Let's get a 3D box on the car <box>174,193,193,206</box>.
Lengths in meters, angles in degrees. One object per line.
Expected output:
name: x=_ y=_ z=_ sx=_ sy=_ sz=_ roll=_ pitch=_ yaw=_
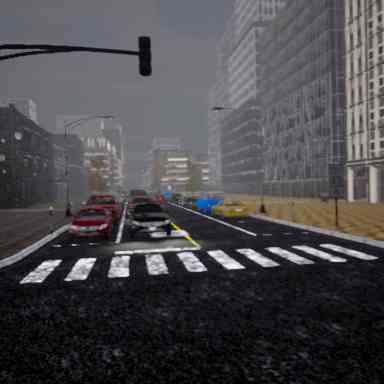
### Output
car: x=-0.525 y=0.902 z=39.207 sx=2.008 sy=1.369 sz=4.403 roll=-1 pitch=1 yaw=-11

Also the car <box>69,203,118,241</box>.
car: x=-4.698 y=1.416 z=15.847 sx=1.802 sy=1.307 sz=4.206 roll=-1 pitch=1 yaw=-11

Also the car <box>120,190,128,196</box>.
car: x=-18.921 y=0.339 z=92.241 sx=1.967 sy=1.590 sz=4.097 roll=-1 pitch=1 yaw=-11

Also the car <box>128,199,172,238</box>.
car: x=-2.202 y=1.290 z=16.604 sx=1.812 sy=1.442 sz=4.674 roll=-2 pitch=1 yaw=-12

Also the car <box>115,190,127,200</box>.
car: x=-13.845 y=0.546 z=64.955 sx=2.192 sy=1.841 sz=5.009 roll=-1 pitch=1 yaw=-11

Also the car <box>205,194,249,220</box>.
car: x=2.490 y=1.076 z=23.003 sx=1.752 sy=1.417 sz=4.829 roll=-1 pitch=1 yaw=-11

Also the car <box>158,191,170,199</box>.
car: x=-5.635 y=0.540 z=66.658 sx=1.752 sy=1.417 sz=4.829 roll=-1 pitch=1 yaw=-11

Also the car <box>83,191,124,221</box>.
car: x=-5.718 y=1.082 z=21.299 sx=2.192 sy=1.841 sz=5.009 roll=-1 pitch=1 yaw=-11

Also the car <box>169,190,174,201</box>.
car: x=-2.556 y=0.783 z=50.121 sx=1.947 sy=1.339 sz=4.313 roll=-1 pitch=1 yaw=-11

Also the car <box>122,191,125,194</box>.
car: x=-10.762 y=0.959 z=48.420 sx=1.752 sy=1.417 sz=4.829 roll=-1 pitch=1 yaw=-11

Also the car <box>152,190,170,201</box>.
car: x=-4.694 y=0.875 z=47.436 sx=1.994 sy=1.385 sz=4.181 roll=-1 pitch=1 yaw=-10

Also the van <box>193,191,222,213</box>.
van: x=1.503 y=0.827 z=28.290 sx=1.690 sy=1.788 sz=3.998 roll=-1 pitch=1 yaw=-11

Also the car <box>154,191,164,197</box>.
car: x=-7.635 y=0.449 z=77.406 sx=1.947 sy=1.339 sz=4.313 roll=-1 pitch=1 yaw=-11

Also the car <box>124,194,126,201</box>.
car: x=-7.746 y=1.183 z=32.217 sx=2.008 sy=1.369 sz=4.403 roll=-1 pitch=1 yaw=-11

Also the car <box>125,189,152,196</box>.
car: x=-5.944 y=0.737 z=36.786 sx=2.150 sy=2.045 sz=5.566 roll=-1 pitch=1 yaw=-10

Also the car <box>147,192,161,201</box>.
car: x=-6.615 y=0.741 z=57.212 sx=2.033 sy=1.411 sz=5.357 roll=-1 pitch=1 yaw=-11

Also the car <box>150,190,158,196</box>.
car: x=-10.714 y=0.208 z=93.943 sx=1.752 sy=1.417 sz=4.829 roll=-1 pitch=1 yaw=-11

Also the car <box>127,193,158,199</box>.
car: x=-4.044 y=1.121 z=26.467 sx=1.882 sy=1.535 sz=5.008 roll=-1 pitch=1 yaw=-11
